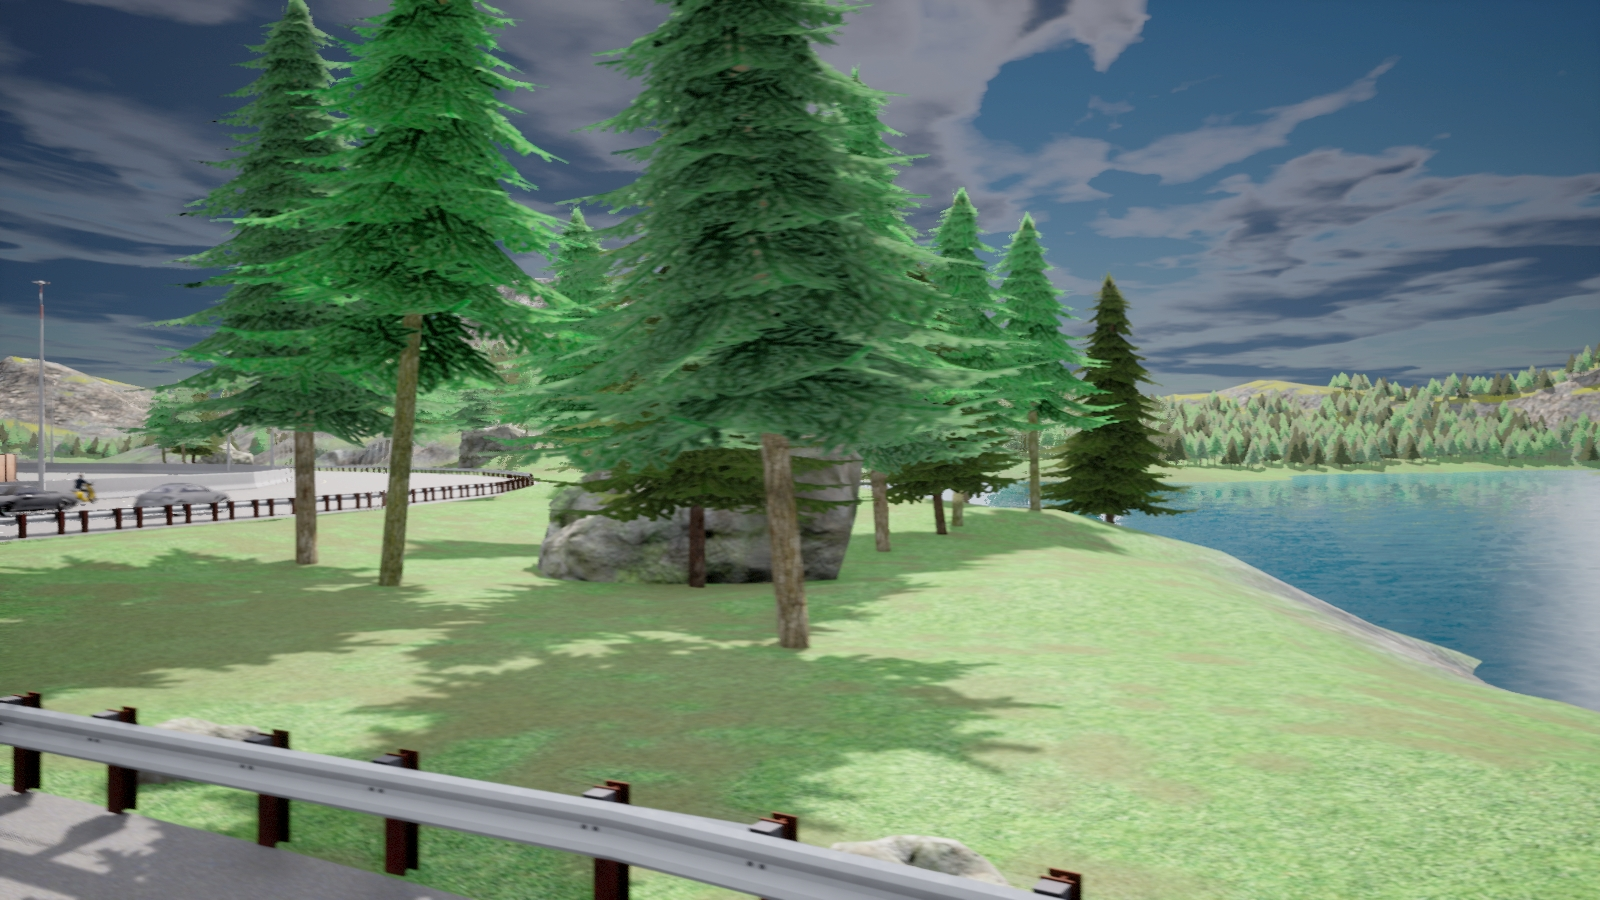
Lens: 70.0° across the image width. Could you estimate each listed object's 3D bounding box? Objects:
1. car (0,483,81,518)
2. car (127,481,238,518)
[{"bbox_3d":[-33.690,2.146,49.164,1.895,1.301,4.718,0,0,11],"label":"car"},{"bbox_3d":[-26.538,2.110,49.257,1.994,1.385,4.181,0,0,11],"label":"car"}]
